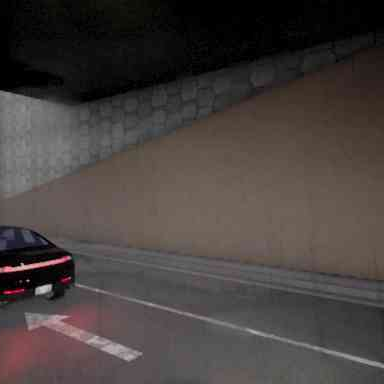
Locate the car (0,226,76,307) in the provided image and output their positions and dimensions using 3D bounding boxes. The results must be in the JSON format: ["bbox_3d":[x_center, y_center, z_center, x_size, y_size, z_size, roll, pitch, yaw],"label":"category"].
[{"bbox_3d":[-4.557,1.489,7.222,4.902,1.511,2.128,0,0,36],"label":"car"}]
